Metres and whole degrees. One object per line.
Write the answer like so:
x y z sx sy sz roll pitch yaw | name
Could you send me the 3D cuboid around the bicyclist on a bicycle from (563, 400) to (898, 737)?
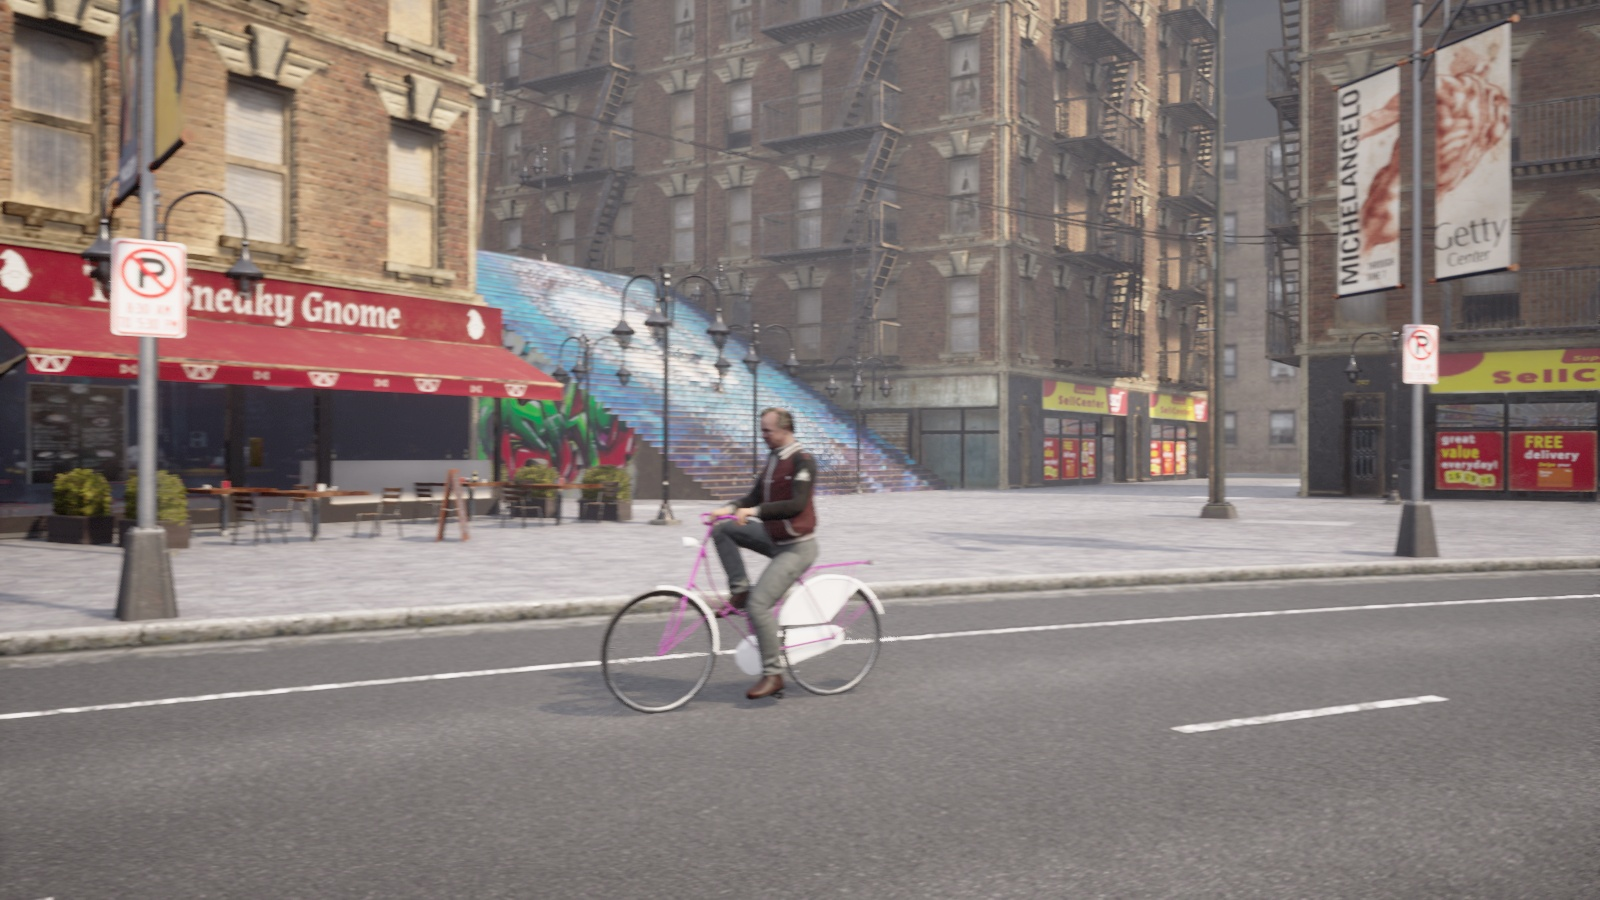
-0.386 0.628 7.348 1.843 1.776 0.659 0 0 -29 | bicyclist on a bicycle
